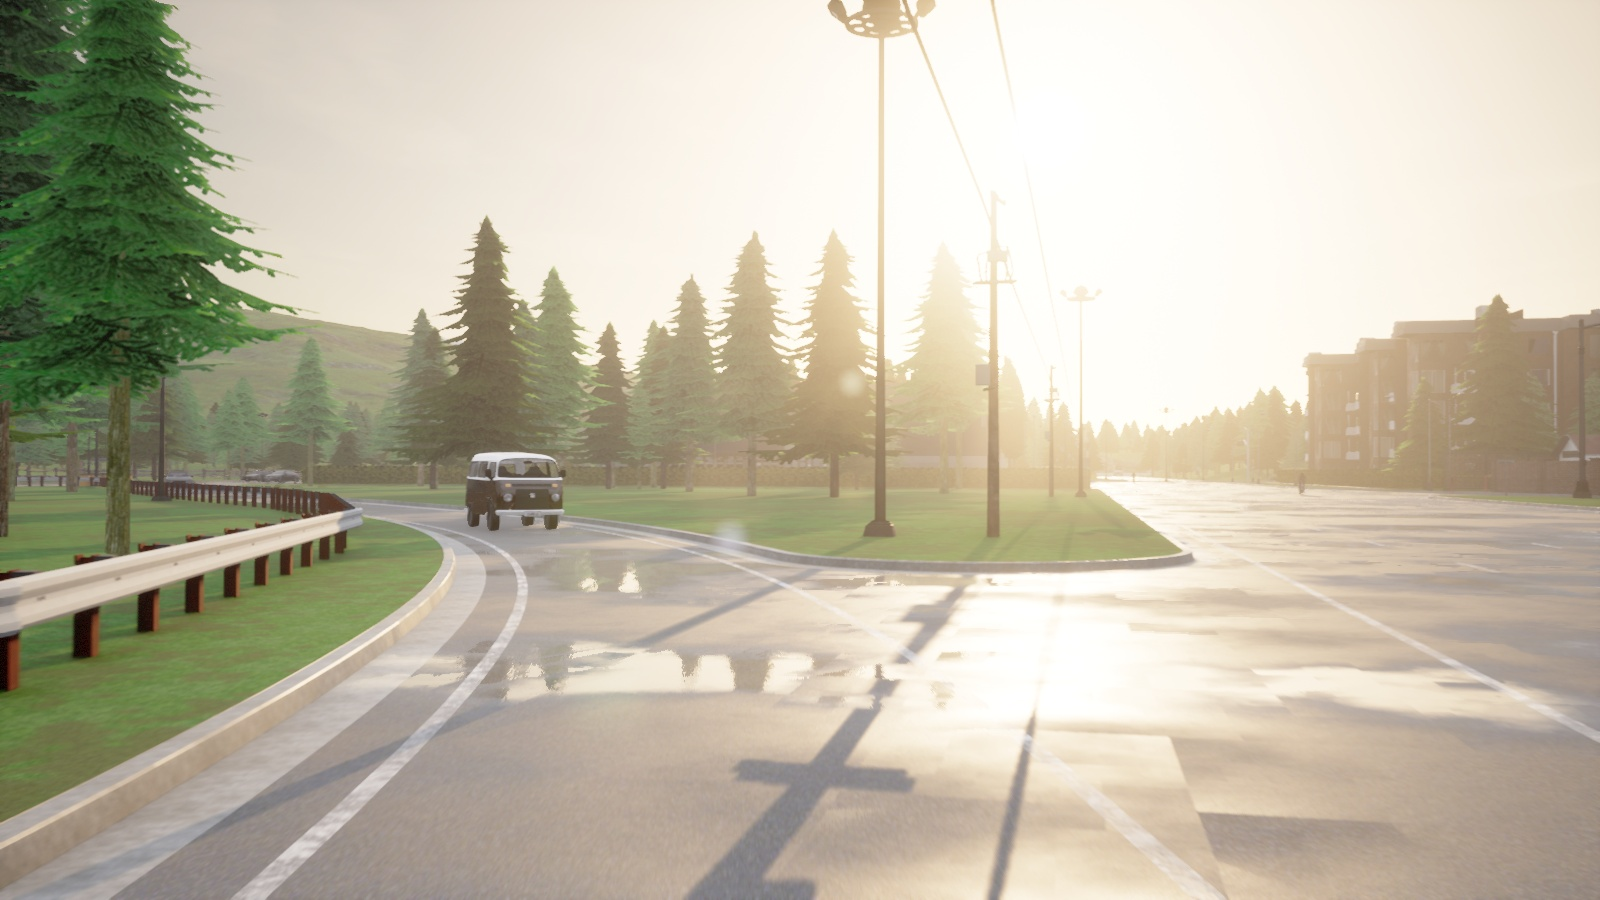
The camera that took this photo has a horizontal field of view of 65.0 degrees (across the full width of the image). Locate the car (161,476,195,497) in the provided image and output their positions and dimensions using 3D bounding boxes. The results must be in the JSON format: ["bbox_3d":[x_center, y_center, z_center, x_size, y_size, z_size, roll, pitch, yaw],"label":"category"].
[{"bbox_3d":[-43.499,2.534,87.813,1.994,1.385,4.181,0,-1,-28],"label":"car"}]

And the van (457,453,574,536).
[{"bbox_3d":[-7.635,1.130,33.394,2.069,2.038,4.480,0,-1,-26],"label":"van"}]
